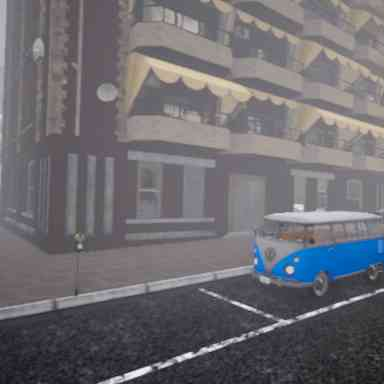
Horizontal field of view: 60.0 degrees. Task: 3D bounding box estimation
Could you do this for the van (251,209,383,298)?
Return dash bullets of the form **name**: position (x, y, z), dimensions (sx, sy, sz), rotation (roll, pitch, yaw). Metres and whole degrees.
- **van**: position (3.307, 1.407, 8.441), dimensions (3.998, 1.788, 1.690), rotation (1, 1, -36)
